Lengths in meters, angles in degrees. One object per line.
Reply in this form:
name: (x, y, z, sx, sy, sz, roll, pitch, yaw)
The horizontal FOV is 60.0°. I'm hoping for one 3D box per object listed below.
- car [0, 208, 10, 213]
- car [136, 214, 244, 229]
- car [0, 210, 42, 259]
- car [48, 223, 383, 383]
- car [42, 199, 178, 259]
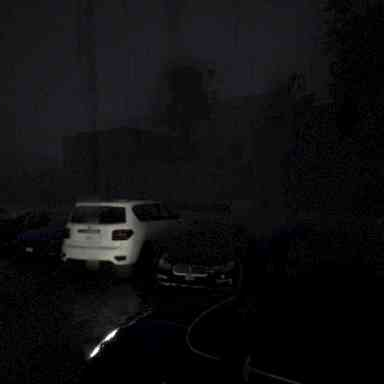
car: (-6.698, 1.533, 14.250, 2.231, 1.521, 4.892, 0, -1, 15)
car: (0.599, 1.502, 9.066, 2.231, 1.521, 4.892, 0, -1, 15)
car: (-4.260, 1.519, 12.527, 2.097, 1.535, 5.008, 0, -1, 15)
car: (1.192, 1.352, 2.528, 4.553, 1.767, 2.097, 0, 0, 35)
car: (-1.834, 1.257, 10.825, 2.435, 2.045, 5.566, 0, -1, 15)
